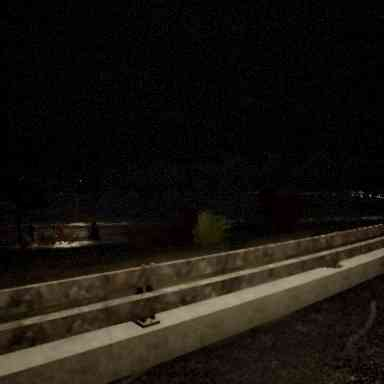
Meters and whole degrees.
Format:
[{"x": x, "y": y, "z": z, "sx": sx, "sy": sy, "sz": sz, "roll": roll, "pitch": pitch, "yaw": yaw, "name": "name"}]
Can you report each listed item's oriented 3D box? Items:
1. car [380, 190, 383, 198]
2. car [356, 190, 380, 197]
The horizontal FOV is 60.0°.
[{"x": 47.542, "y": 0.419, "z": 83.031, "sx": 2.150, "sy": 2.045, "sz": 5.566, "roll": -1, "pitch": 0, "yaw": -1, "name": "car"}, {"x": 44.040, "y": 0.710, "z": 83.287, "sx": 1.882, "sy": 1.535, "sz": 5.008, "roll": -1, "pitch": 0, "yaw": -1, "name": "car"}]
